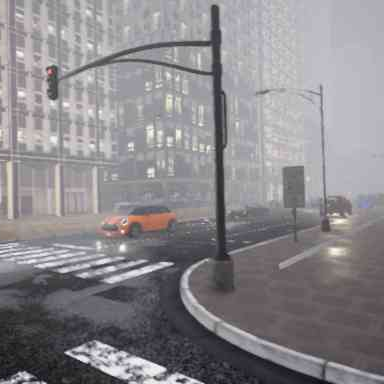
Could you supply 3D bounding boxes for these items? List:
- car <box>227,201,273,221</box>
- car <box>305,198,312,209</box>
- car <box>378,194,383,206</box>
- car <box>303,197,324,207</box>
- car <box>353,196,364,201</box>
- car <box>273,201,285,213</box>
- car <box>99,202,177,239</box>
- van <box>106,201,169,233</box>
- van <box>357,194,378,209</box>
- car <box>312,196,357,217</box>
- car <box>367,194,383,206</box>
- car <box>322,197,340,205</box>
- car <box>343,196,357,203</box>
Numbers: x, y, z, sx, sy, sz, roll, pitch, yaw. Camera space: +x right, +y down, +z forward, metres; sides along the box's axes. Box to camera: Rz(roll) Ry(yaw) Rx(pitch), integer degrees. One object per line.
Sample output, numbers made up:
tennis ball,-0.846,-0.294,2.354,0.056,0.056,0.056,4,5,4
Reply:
car,4.973,1.729,29.074,1.895,1.301,4.718,-2,-1,36
car,17.806,1.565,46.419,1.882,1.535,5.008,-2,-1,37
car,26.250,1.452,48.298,2.008,1.369,4.403,-2,-1,36
car,19.492,1.598,53.255,1.967,1.590,4.097,-2,-1,36
car,42.480,1.686,84.582,1.802,1.307,4.206,-2,-1,36
car,9.544,1.712,39.689,1.752,1.417,4.829,-2,-1,36
car,-2.872,1.506,18.358,2.097,1.767,4.553,-2,-1,36
van,-3.493,1.570,21.926,1.690,1.788,3.998,-2,-1,36
van,22.961,1.251,43.827,1.690,1.788,3.998,-2,-1,36
car,13.110,1.255,30.400,2.192,1.841,5.009,-2,-1,36
car,29.526,1.208,52.778,2.192,1.841,5.009,-2,-1,36
car,26.062,1.692,62.204,2.008,1.369,4.403,-2,-1,36
car,35.912,1.669,75.631,2.008,1.369,4.403,-2,-1,36
